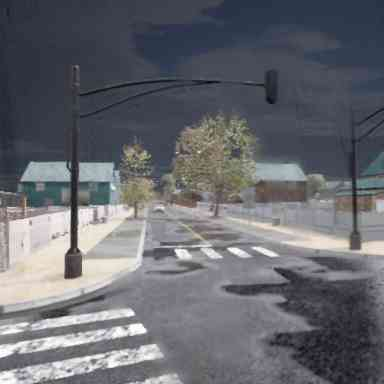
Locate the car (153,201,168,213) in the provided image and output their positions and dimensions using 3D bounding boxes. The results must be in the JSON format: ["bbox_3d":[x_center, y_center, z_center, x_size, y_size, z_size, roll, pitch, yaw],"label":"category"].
[{"bbox_3d":[-5.450,2.745,55.580,1.812,1.442,4.674,0,-1,-7],"label":"car"}]
